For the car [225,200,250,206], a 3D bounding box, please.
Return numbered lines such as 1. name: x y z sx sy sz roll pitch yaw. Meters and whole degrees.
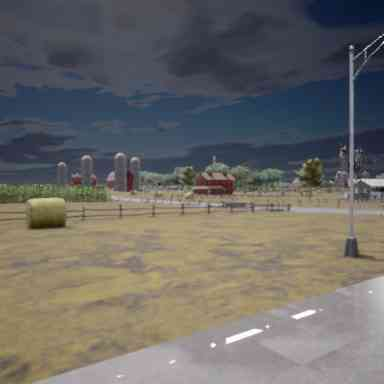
1. car: 8.894 2.324 65.593 2.033 1.411 5.357 -1 1 -35
